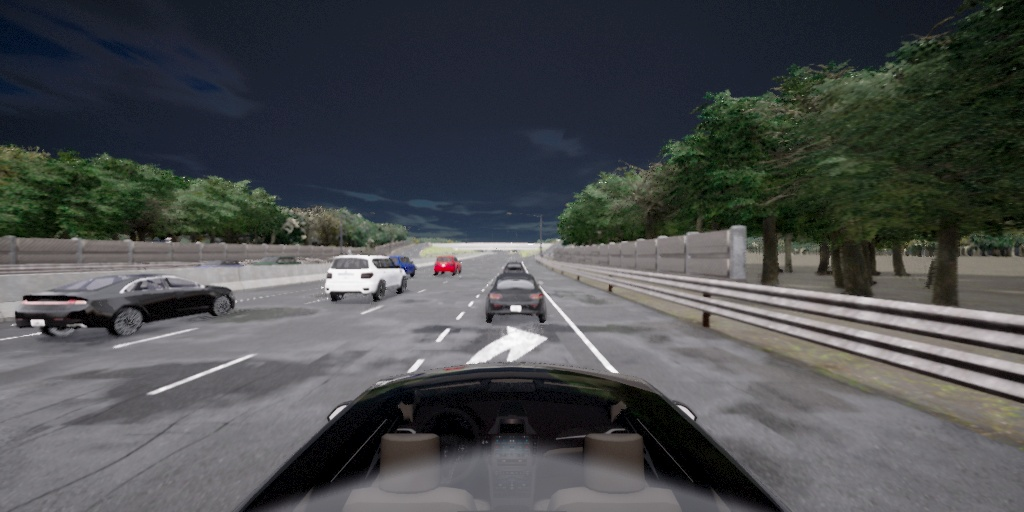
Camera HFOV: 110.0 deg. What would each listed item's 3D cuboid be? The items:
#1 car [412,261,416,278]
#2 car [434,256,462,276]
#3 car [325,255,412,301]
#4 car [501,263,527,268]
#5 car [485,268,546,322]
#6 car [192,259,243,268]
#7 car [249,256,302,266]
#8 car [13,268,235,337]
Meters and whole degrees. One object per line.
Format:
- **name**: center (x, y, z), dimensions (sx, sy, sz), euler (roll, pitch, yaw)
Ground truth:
- **car**: center (-10.303, 1.018, 32.271), dimensions (2.150, 2.045, 5.566), euler (0, 0, 0)
- **car**: center (-6.763, 1.023, 38.126), dimensions (2.150, 2.045, 5.566), euler (0, 0, 0)
- **car**: center (-6.873, 0.995, 17.528), dimensions (2.150, 2.045, 5.566), euler (0, 0, 0)
- **car**: center (0.188, 1.300, 30.631), dimensions (1.837, 1.490, 4.892), euler (0, 0, 0)
- **car**: center (0.113, 1.292, 12.276), dimensions (1.812, 1.442, 4.674), euler (0, 0, 0)
- **car**: center (-27.979, 1.149, 34.073), dimensions (2.097, 1.767, 4.553), euler (0, 0, 1)
- **car**: center (-24.459, 1.021, 36.934), dimensions (2.150, 2.045, 5.566), euler (0, 0, 1)
- **car**: center (-10.391, 1.254, 10.284), dimensions (2.128, 1.511, 4.902), euler (0, 0, 0)
